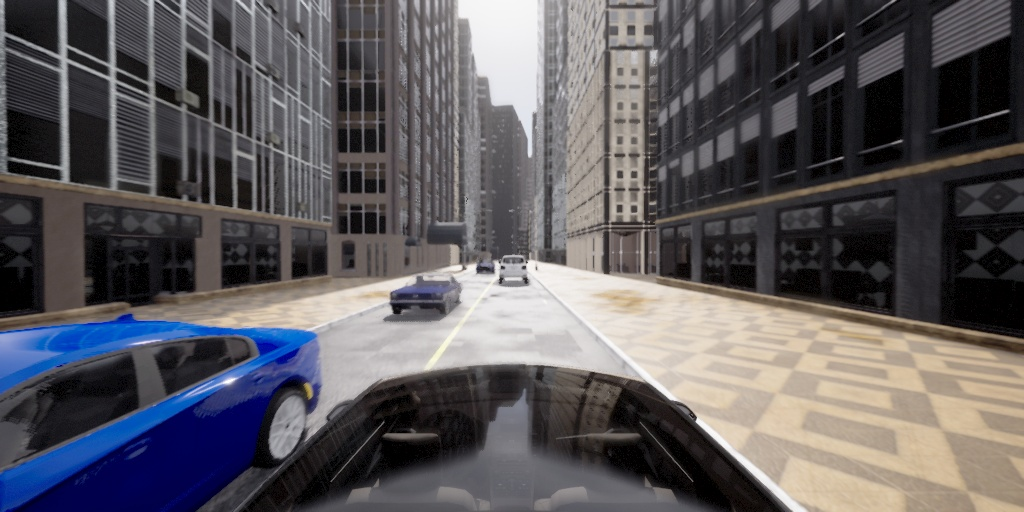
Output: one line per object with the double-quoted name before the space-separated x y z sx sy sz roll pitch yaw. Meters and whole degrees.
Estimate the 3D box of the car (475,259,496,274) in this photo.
"car" -3.001 1.096 41.371 2.097 1.767 4.553 0 0 0

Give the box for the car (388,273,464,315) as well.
"car" -3.085 1.346 13.706 1.895 1.301 4.718 0 0 0

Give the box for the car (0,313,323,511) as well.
"car" -3.095 1.227 2.042 1.882 1.535 5.008 0 0 0

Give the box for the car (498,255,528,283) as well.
"car" 0.105 0.965 28.025 2.150 2.045 5.566 0 0 0
